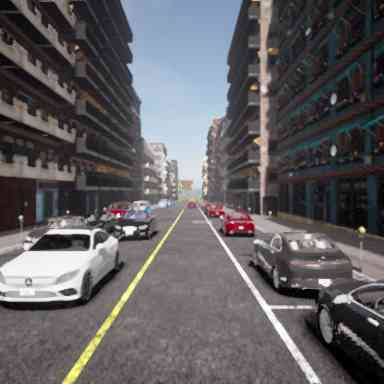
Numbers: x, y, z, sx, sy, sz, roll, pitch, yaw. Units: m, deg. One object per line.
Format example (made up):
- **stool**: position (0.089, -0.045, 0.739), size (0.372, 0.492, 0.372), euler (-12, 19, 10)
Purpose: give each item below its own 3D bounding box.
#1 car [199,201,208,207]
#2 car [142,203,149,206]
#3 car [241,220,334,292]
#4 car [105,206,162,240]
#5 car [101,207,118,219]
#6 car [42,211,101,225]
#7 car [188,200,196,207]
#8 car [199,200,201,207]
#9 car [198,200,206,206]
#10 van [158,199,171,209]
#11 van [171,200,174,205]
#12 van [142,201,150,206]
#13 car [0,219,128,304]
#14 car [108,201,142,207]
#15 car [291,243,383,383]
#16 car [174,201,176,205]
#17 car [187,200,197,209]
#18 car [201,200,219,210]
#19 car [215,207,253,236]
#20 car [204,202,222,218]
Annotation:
- **car**: position (2.675, 2.770, 77.044), size (1.752, 1.417, 4.829), euler (-1, -1, 0)
- **car**: position (-5.671, 2.049, 31.925), size (2.008, 1.369, 4.403), euler (-1, -1, 0)
- **car**: position (2.797, 1.692, 9.201), size (2.008, 1.369, 4.403), euler (-1, -1, 0)
- **car**: position (-3.092, 1.784, 18.918), size (2.128, 1.511, 4.902), euler (0, -1, 0)
- **car**: position (-5.842, 1.885, 20.660), size (1.947, 1.339, 4.313), euler (-1, -1, 0)
- **car**: position (-5.842, 1.781, 15.029), size (2.008, 1.369, 4.403), euler (-1, -1, 0)
- **car**: position (0.001, 2.633, 78.181), size (1.882, 1.535, 5.008), euler (0, -1, 0)
- **car**: position (2.676, 2.539, 59.980), size (1.802, 1.307, 4.206), euler (-1, -1, 0)
- **car**: position (2.672, 2.874, 88.136), size (1.967, 1.590, 4.097), euler (-1, -1, 0)
- **van**: position (-5.676, 2.393, 65.718), size (1.690, 1.788, 3.998), euler (-1, -1, 0)
- **van**: position (-5.676, 2.584, 76.980), size (1.690, 1.788, 3.998), euler (-1, -1, 0)
- **van**: position (-5.676, 1.930, 37.560), size (1.690, 1.788, 3.998), euler (-1, -1, 0)
- **car**: position (-3.100, 1.657, 8.595), size (1.812, 1.442, 4.674), euler (0, -1, 0)
- **car**: position (-5.676, 1.723, 26.296), size (2.192, 1.841, 5.009), euler (-1, -1, 0)
- **car**: position (2.805, 1.608, 3.671), size (2.008, 1.369, 4.403), euler (-1, -1, 0)
- **car**: position (-5.671, 3.114, 93.871), size (1.802, 1.307, 4.206), euler (-1, -1, 0)
- **car**: position (0.001, 2.563, 67.760), size (1.882, 1.535, 5.008), euler (0, -1, 0)
- **car**: position (2.670, 1.994, 43.092), size (2.192, 1.841, 5.009), euler (-1, -1, 0)
- **car**: position (2.693, 1.861, 20.464), size (1.887, 1.381, 4.507), euler (-1, -1, 0)
- **car**: position (2.675, 2.132, 37.457), size (1.887, 1.381, 4.507), euler (-1, -1, 0)
